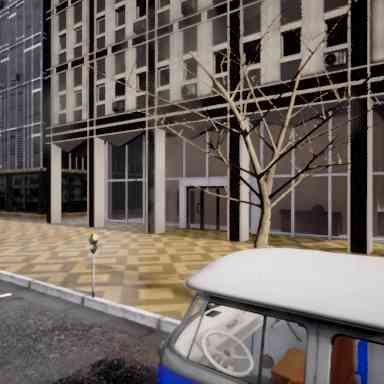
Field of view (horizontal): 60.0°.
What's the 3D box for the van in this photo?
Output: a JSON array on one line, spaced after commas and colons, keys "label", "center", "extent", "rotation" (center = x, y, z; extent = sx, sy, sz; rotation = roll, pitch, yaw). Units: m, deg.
[{"label": "van", "center": [1.575, 1.341, 1.747], "extent": [3.998, 1.788, 1.690], "rotation": [0, 0, 36]}]
